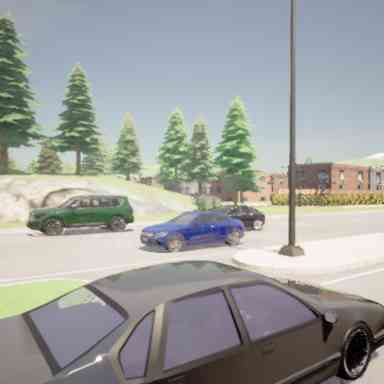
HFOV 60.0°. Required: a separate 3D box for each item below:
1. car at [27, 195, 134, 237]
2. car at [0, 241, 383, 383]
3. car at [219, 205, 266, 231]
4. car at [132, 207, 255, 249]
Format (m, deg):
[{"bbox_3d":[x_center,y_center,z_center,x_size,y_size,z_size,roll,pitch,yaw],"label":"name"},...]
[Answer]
[{"bbox_3d":[-5.900,1.193,18.166,5.566,2.045,2.150,0,0,-34],"label":"car"},{"bbox_3d":[0.113,1.547,3.745,5.357,1.411,2.033,0,0,-35],"label":"car"},{"bbox_3d":[2.186,1.522,19.391,4.892,1.490,1.837,0,0,-34],"label":"car"},{"bbox_3d":[0.158,1.530,13.792,4.674,1.442,1.812,0,0,-34],"label":"car"}]
